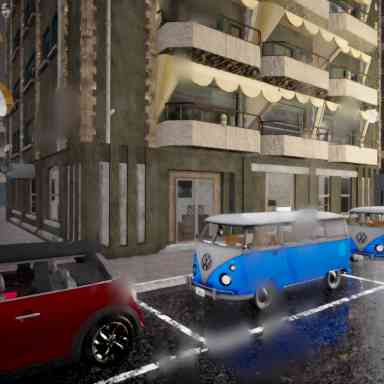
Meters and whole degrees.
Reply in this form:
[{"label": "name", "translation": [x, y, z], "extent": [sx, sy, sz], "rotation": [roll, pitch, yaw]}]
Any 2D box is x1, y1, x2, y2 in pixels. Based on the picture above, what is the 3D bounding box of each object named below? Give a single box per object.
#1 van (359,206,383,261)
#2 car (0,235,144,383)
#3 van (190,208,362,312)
[{"label": "van", "translation": [6.485, 1.345, 10.750], "extent": [3.998, 1.788, 1.690], "rotation": [0, 0, -36]}, {"label": "car", "translation": [-2.765, 1.440, 4.121], "extent": [4.097, 1.590, 1.967], "rotation": [0, 0, -36]}, {"label": "van", "translation": [1.860, 1.343, 7.435], "extent": [3.998, 1.788, 1.690], "rotation": [0, 0, -36]}]
